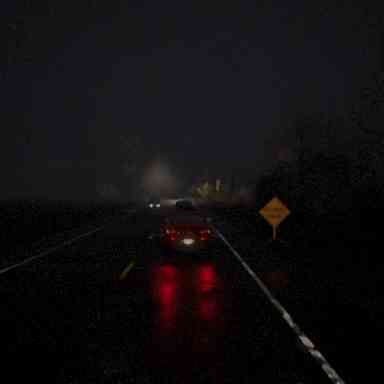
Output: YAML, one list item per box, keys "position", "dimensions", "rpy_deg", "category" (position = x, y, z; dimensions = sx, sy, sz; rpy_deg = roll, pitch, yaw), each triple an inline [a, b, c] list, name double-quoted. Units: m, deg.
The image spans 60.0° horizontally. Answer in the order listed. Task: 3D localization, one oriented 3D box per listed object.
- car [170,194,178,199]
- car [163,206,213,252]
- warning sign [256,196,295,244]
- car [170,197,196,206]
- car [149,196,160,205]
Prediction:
- position: [-4.602, 1.285, 83.598]
  dimensions: [1.812, 1.442, 4.674]
  rpy_deg: [0, 0, -8]
  category: "car"
- position: [-0.164, 1.514, 13.722]
  dimensions: [1.812, 1.442, 4.674]
  rpy_deg: [0, 0, -1]
  category: "car"
- position: [3.375, 1.103, 13.570]
  dimensions: [1.300, 1.860, 1.060]
  rpy_deg: [1, 1, -1]
  category: "warning sign"
- position: [-0.697, 1.476, 28.093]
  dimensions: [1.837, 1.490, 4.892]
  rpy_deg: [0, 1, -2]
  category: "car"
- position: [-6.444, 1.428, 58.121]
  dimensions: [2.033, 1.411, 5.357]
  rpy_deg: [0, 0, -5]
  category: "car"
